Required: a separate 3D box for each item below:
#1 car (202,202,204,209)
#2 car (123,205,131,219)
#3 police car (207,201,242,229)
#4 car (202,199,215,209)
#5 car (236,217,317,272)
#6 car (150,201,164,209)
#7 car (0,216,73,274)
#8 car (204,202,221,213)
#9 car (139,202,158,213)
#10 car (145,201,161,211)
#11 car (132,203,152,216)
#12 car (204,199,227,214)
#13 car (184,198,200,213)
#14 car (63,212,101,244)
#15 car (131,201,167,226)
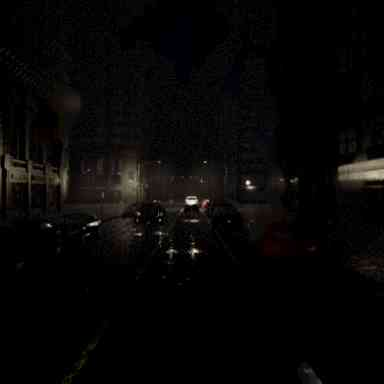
[{"bbox_3d":[2.720,1.732,39.135,2.192,1.841,5.009,0,-1,0],"label":"car"},{"bbox_3d":[-5.798,1.879,33.315,1.752,1.417,4.829,0,-1,0],"label":"car"},{"bbox_3d":[2.343,1.672,23.589,1.930,1.638,5.238,0,-1,0],"label":"police car"},{"bbox_3d":[2.704,2.048,56.041,1.967,1.590,4.097,0,-1,0],"label":"car"},{"bbox_3d":[2.749,1.696,10.953,1.802,1.307,4.206,0,-1,0],"label":"car"},{"bbox_3d":[-5.821,2.159,56.030,2.008,1.369,4.403,0,-1,0],"label":"car"},{"bbox_3d":[-5.776,1.681,10.939,1.947,1.339,4.313,0,-1,0],"label":"car"},{"bbox_3d":[2.715,2.046,44.768,1.947,1.339,4.313,0,-1,0],"label":"car"},{"bbox_3d":[-5.810,2.047,44.757,1.947,1.339,4.313,0,-1,0],"label":"car"},{"bbox_3d":[-5.815,2.110,50.393,1.947,1.339,4.313,0,-1,0],"label":"car"},{"bbox_3d":[-5.804,2.000,39.121,1.802,1.307,4.206,0,-1,0],"label":"car"},{"bbox_3d":[2.725,1.670,33.499,2.192,1.841,5.009,0,-1,0],"label":"car"},{"bbox_3d":[-0.018,1.968,44.403,2.128,1.511,4.902,0,-1,0],"label":"car"},{"bbox_3d":[-5.782,1.724,16.576,2.008,1.369,4.403,0,-1,0],"label":"car"},{"bbox_3d":[-3.124,1.627,26.081,2.097,1.767,4.553,0,-1,0],"label":"car"}]
